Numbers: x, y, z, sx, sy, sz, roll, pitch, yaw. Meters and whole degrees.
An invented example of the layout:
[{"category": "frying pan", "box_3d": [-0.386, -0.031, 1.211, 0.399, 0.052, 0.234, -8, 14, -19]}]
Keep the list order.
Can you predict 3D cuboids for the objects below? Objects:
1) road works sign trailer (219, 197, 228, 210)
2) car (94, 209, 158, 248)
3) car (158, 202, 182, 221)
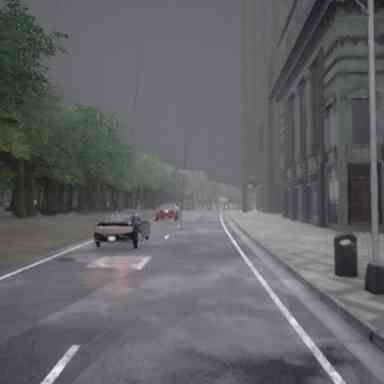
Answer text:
[{"category": "road works sign trailer", "box_3d": [8.369, 3.156, 88.948, 2.380, 3.560, 2.880, 1, -2, 5]}, {"category": "car", "box_3d": [-3.099, 1.670, 15.600, 2.128, 1.511, 4.902, 0, -1, 2]}, {"category": "car", "box_3d": [-2.223, 1.883, 32.867, 2.097, 1.767, 4.553, 0, -1, 4]}]
